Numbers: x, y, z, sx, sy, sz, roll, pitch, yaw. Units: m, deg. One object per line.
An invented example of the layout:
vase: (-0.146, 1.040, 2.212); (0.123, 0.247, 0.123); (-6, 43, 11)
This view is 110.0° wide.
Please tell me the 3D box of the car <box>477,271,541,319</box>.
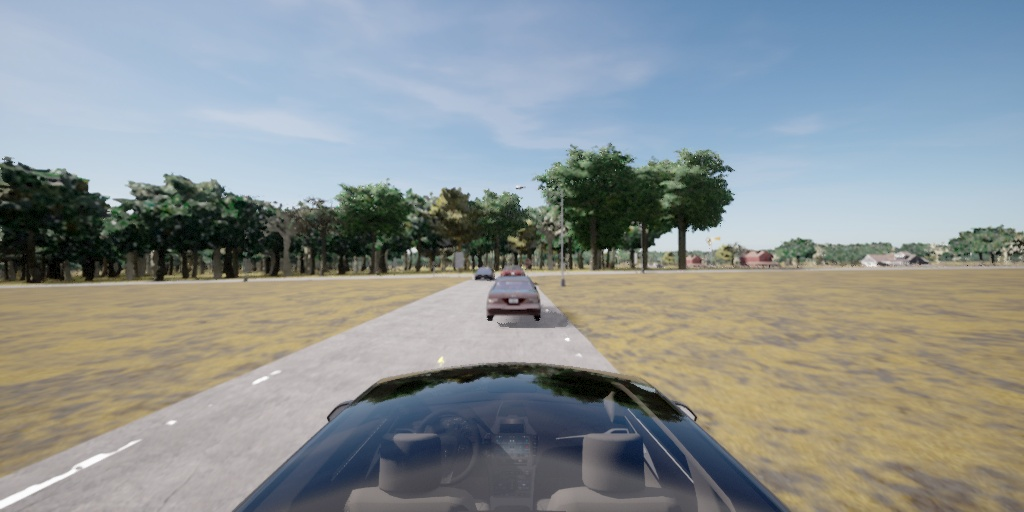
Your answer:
car: (0.064, 1.433, 13.327); (2.033, 1.411, 5.357); (0, -1, 0)

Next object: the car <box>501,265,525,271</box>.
car: (0.074, 1.540, 31.450); (2.097, 1.767, 4.553); (0, -1, 0)

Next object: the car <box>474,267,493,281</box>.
car: (-2.820, 1.857, 37.607); (2.033, 1.411, 5.357); (0, -1, 0)

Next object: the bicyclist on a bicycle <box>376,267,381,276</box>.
bicyclist on a bicycle: (-22.626, 2.635, 60.806); (0.582, 1.620, 1.656); (-1, -1, 0)
